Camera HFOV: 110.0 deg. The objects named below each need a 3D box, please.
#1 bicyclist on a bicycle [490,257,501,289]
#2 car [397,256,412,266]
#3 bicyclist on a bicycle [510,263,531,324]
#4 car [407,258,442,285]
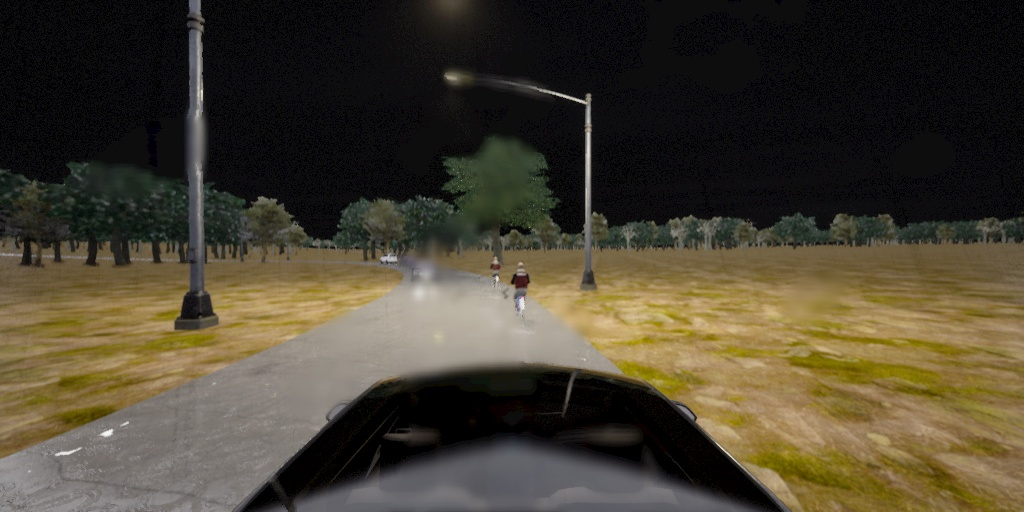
[{"bbox_3d":[-0.919,0.940,19.839,0.659,1.776,1.843,-1,1,-10],"label":"bicyclist on a bicycle"},{"bbox_3d":[-18.024,0.909,62.270,1.812,1.442,4.674,-1,1,-32],"label":"car"},{"bbox_3d":[0.248,1.095,10.912,0.659,1.776,1.843,0,0,-5],"label":"bicyclist on a bicycle"},{"bbox_3d":[-6.180,1.134,25.843,2.128,1.511,4.902,-2,1,-14],"label":"car"}]
